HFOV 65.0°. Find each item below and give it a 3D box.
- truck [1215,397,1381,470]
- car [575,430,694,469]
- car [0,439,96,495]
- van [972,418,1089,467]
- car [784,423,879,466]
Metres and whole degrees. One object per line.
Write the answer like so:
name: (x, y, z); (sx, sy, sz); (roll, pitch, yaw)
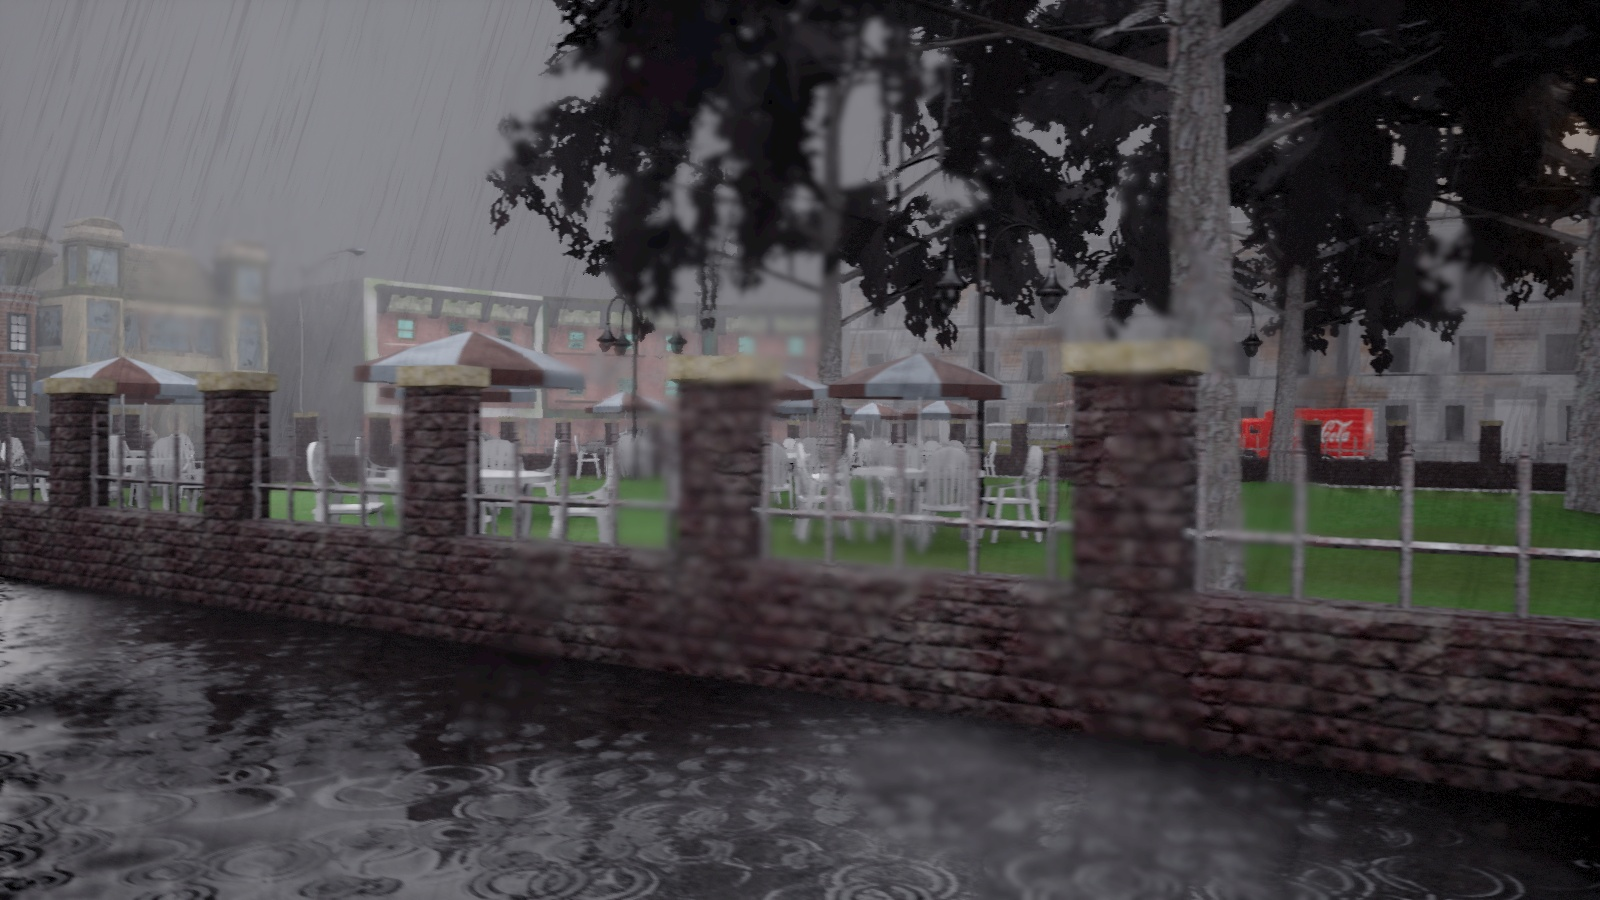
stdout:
truck: (18.356, -0.575, 46.342); (5.204, 2.467, 2.627); (-2, 0, 33)
car: (-7.362, -0.035, 56.032); (4.856, 1.649, 2.033); (-1, 1, -25)
car: (-22.337, 0.461, 35.668); (1.845, 1.501, 3.633); (0, 1, 34)
van: (9.556, -0.314, 52.174); (4.442, 1.987, 1.775); (0, 1, 33)
car: (1.434, -0.265, 57.020); (3.866, 1.878, 1.905); (-1, 1, 23)
